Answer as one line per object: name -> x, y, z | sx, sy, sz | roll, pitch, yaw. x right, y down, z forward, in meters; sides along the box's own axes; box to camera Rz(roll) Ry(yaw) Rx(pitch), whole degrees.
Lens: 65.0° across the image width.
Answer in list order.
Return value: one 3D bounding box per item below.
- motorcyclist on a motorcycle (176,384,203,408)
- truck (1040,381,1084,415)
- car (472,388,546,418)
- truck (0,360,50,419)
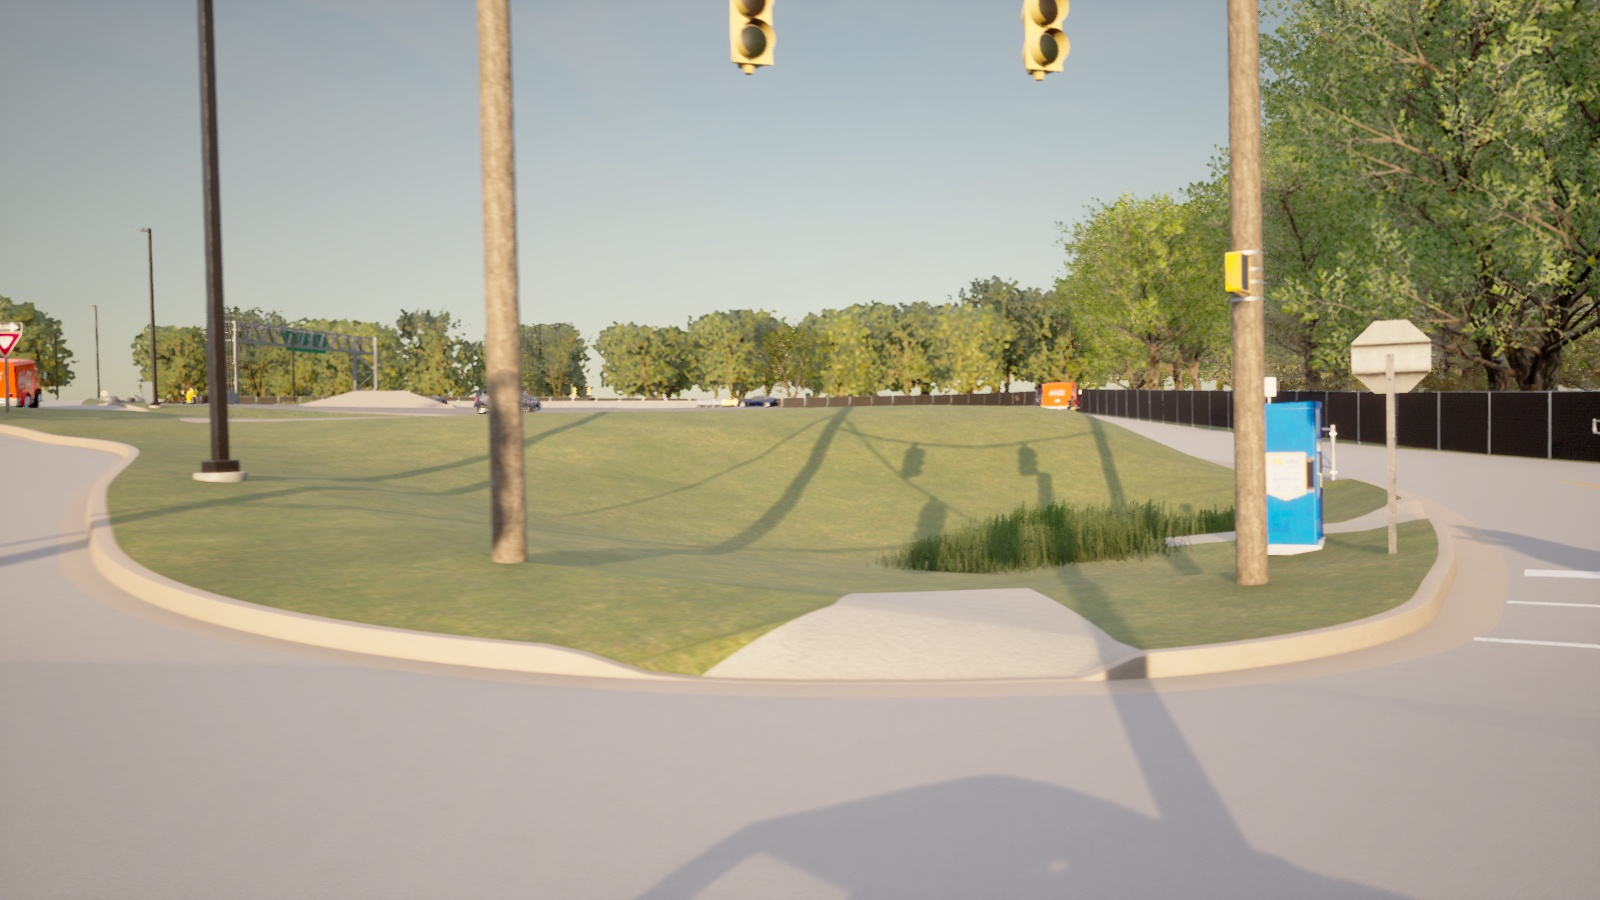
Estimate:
motorcyclist on a motorcycle -> -39.040, -3.453, 80.280 | 2.044, 1.523, 0.797 | 3, 2, 42
truck -> 20.263, -4.056, 97.075 | 2.627, 2.467, 5.204 | -1, 3, 19
car -> -16.464, -2.677, 71.082 | 3.705, 1.549, 1.789 | 1, 4, 4
truck -> -37.539, -2.913, 59.202 | 2.627, 2.467, 5.204 | 2, 4, -18
